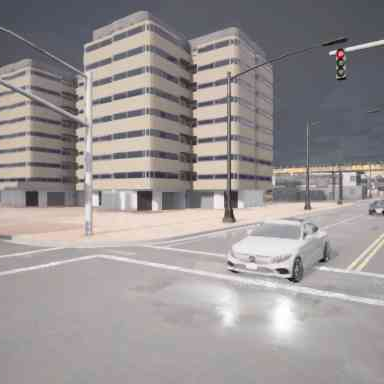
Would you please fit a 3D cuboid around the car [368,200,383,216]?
[{"bbox_3d":[18.032,1.496,31.548,2.128,1.511,4.902,0,0,35],"label":"car"}]

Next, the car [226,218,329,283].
[{"bbox_3d":[2.790,1.540,9.986,1.812,1.442,4.674,0,0,35],"label":"car"}]
